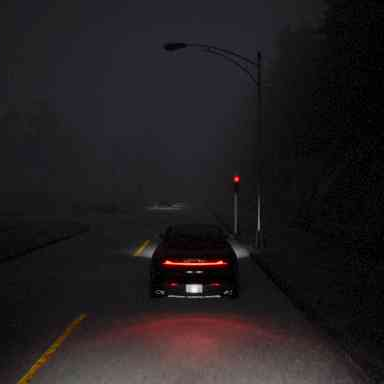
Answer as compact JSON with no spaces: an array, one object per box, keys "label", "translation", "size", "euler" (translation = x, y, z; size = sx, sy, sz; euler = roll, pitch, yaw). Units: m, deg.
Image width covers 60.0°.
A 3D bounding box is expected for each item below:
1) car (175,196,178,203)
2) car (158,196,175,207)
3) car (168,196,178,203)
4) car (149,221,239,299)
[{"label":"car","translation":[-4.057,1.477,60.531],"size":[1.882,1.535,5.008],"euler":[0,0,0]},{"label":"car","translation":[-4.082,1.477,51.186],"size":[1.882,1.535,5.008],"euler":[0,0,0]},{"label":"car","translation":[-3.983,1.522,70.733],"size":[1.812,1.442,4.674],"euler":[0,0,0]},{"label":"car","translation":[0.061,1.505,8.459],"size":[1.837,1.490,4.892],"euler":[0,0,0]}]
